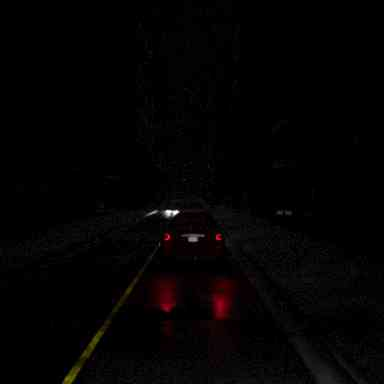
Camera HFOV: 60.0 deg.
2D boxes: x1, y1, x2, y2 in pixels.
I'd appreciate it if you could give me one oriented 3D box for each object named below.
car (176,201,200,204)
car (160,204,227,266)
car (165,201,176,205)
[{"bbox_3d":[0.052,1.665,27.247,2.097,1.767,4.553,0,-1,0],"label":"car"},{"bbox_3d":[0.050,1.490,12.251,2.097,1.767,4.553,0,-1,0],"label":"car"},{"bbox_3d":[-3.067,2.100,52.150,2.128,1.511,4.902,0,-1,0],"label":"car"}]
